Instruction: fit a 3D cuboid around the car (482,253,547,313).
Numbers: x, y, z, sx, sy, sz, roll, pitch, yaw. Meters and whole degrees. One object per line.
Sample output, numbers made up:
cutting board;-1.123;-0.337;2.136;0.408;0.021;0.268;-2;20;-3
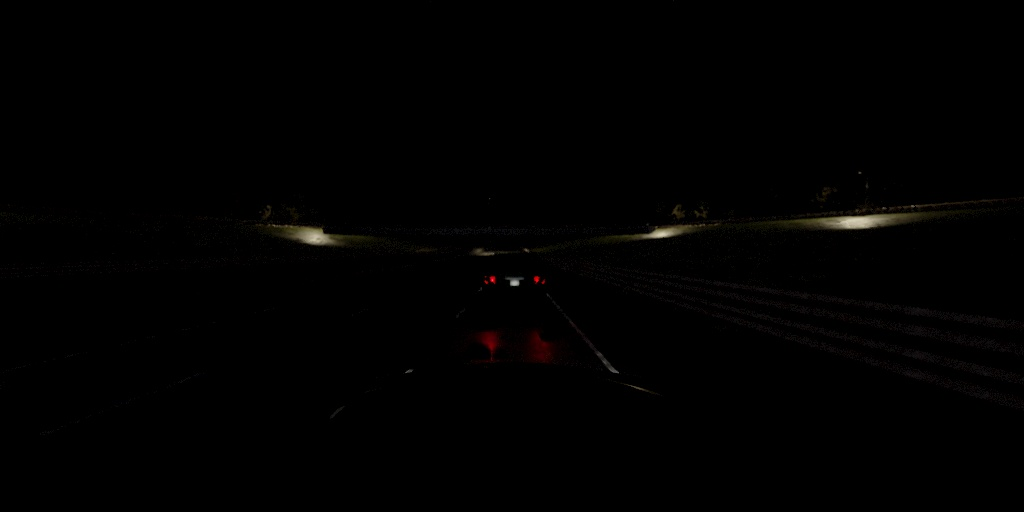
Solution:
car;0.103;0.904;13.780;2.150;2.045;5.566;0;1;0
